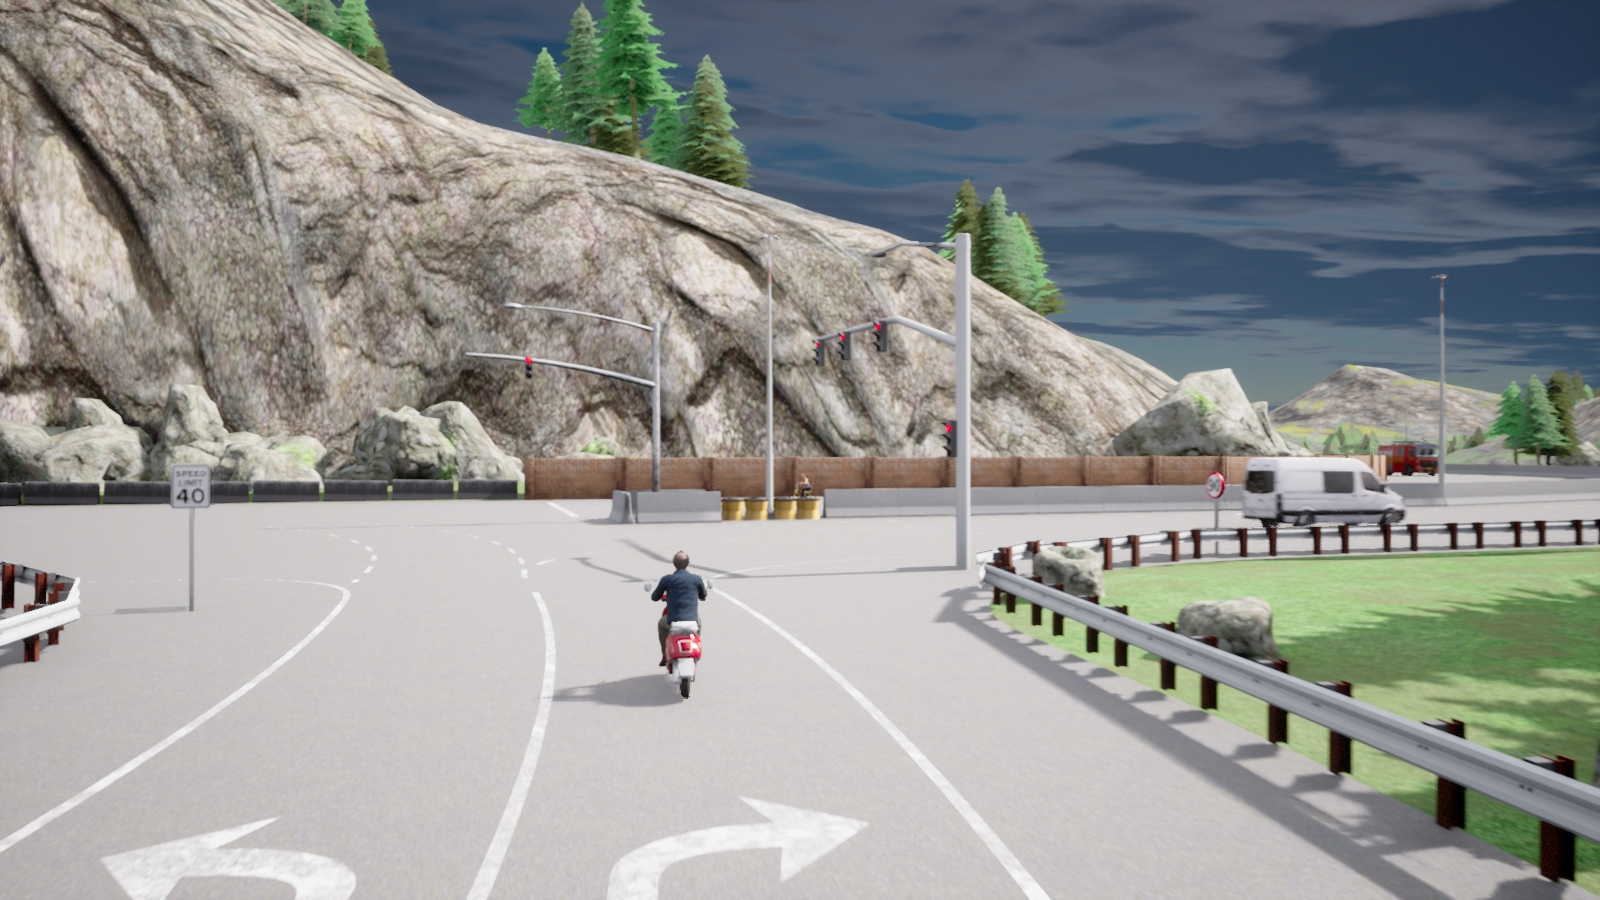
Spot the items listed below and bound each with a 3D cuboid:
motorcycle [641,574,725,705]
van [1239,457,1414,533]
[{"bbox_3d":[-1.421,2.191,13.551,0.856,1.236,1.805,0,0,-10],"label":"motorcycle"},{"bbox_3d":[18.880,1.552,40.970,5.915,2.561,1.988,0,0,-17],"label":"van"}]
